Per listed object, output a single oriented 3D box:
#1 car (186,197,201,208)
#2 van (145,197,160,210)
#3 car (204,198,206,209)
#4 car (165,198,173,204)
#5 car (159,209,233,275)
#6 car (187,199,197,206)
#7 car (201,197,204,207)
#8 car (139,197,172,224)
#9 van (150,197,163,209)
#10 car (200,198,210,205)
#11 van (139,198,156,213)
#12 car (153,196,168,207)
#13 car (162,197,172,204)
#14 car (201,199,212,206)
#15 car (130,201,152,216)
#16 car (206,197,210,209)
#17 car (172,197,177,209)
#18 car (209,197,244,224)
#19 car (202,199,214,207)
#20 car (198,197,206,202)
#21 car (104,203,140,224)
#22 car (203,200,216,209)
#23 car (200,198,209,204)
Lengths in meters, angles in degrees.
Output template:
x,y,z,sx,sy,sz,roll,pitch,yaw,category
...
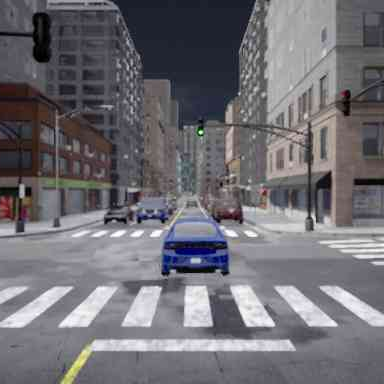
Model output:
x,y,z,sx,sy,sz,roll,pitch,yaw,category
-0.009,1.888,55.805,2.128,1.511,4.902,0,0,0,car
-5.687,1.690,48.715,1.690,1.788,3.998,-1,0,0,van
2.846,1.836,43.299,1.752,1.417,4.829,-1,0,0,car
-5.690,2.151,82.227,1.802,1.307,4.206,-1,0,0,car
0.093,1.565,10.889,1.882,1.535,5.008,0,1,0,car
-0.011,2.071,66.256,1.895,1.301,4.718,0,0,0,car
2.844,1.663,48.716,2.192,1.841,5.009,-1,0,0,car
-3.100,1.419,27.226,2.150,2.045,5.566,0,0,0,car
-5.688,1.728,54.301,1.690,1.788,3.998,-1,0,0,van
2.848,2.062,71.057,1.947,1.339,4.313,-1,0,0,car
-5.686,1.651,43.129,1.690,1.788,3.998,-1,0,0,van
-5.689,1.739,59.887,2.192,1.841,5.009,-1,0,0,car
-5.691,1.974,76.642,1.967,1.590,4.097,-1,0,0,car
2.848,2.025,65.472,1.947,1.339,4.313,-1,0,0,car
-5.683,1.795,37.372,1.752,1.417,4.829,-1,0,0,car
2.842,1.546,31.959,2.192,1.841,5.009,-1,0,0,car
-3.094,1.621,37.179,2.097,1.767,4.553,0,0,0,car
2.842,1.506,26.373,2.192,1.841,5.009,-1,0,0,car
2.847,1.949,60.056,1.752,1.417,4.829,-1,0,0,car
2.849,2.189,93.401,2.008,1.369,4.403,-1,0,0,car
-5.681,1.758,26.370,1.947,1.339,4.313,-1,0,0,car
2.847,1.968,54.300,1.802,1.307,4.206,-1,0,0,car
2.848,2.083,76.643,2.008,1.369,4.403,-1,0,0,car
